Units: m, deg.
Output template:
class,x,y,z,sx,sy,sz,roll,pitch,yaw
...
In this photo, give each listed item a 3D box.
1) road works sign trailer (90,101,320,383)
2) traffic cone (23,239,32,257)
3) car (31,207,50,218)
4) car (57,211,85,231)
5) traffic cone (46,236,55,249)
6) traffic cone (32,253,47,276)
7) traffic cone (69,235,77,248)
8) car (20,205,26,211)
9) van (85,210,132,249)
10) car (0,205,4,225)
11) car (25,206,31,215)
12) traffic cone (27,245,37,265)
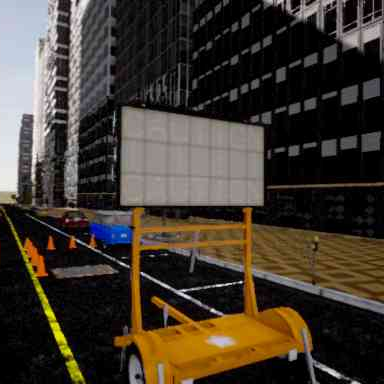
class,x,y,z,sx,sy,sz,roll,pitch,yaw
road works sign trailer,-0.010,0.629,4.881,2.380,3.560,2.880,1,-2,-29
traffic cone,-6.624,2.348,13.674,0.340,0.580,0.340,2,-2,-30
car,-21.045,2.873,46.671,1.752,1.417,4.829,0,-1,-30
car,-9.740,2.239,27.030,1.967,1.590,4.097,0,-1,-30
traffic cone,-6.755,2.419,15.904,0.340,0.580,0.340,2,-2,-30
traffic cone,-4.629,2.253,10.208,0.340,0.580,0.340,2,-2,-30
traffic cone,-5.888,2.442,16.403,0.340,0.580,0.340,2,-2,-30
car,-40.681,3.844,80.784,1.752,1.417,4.829,0,-2,-30
van,-4.131,1.870,17.285,1.690,1.788,3.998,0,-1,-30
car,-19.597,2.378,32.623,1.882,1.535,5.008,2,-2,-30
car,-26.570,3.184,56.269,1.947,1.339,4.313,0,-2,-30
traffic cone,-5.627,2.301,11.941,0.340,0.580,0.340,2,-2,-30
